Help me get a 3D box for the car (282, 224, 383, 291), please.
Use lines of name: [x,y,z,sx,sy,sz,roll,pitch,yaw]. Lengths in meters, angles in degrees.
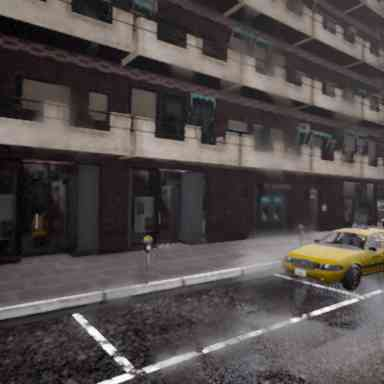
car: [4.539,1.609,9.282,4.829,1.417,1.752,1,0,-35]
